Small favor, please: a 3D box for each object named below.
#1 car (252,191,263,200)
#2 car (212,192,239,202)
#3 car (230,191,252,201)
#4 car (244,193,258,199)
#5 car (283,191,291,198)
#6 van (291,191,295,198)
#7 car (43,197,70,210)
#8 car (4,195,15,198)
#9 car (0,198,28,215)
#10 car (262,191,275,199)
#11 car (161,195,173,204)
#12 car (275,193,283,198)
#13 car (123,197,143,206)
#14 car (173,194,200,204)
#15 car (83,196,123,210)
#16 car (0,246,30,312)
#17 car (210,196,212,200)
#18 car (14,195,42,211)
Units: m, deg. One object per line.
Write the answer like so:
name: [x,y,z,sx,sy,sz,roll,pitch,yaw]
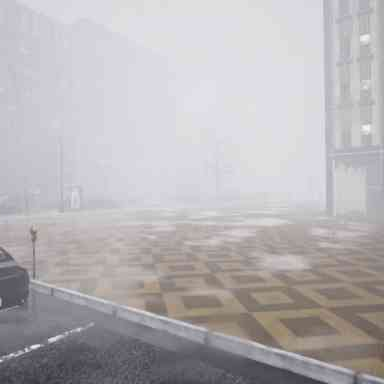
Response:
car: [12.472,1.046,68.599,1.802,1.307,4.206,-1,0,36]
car: [5.990,1.093,59.644,2.008,1.369,4.403,-1,0,36]
car: [9.231,1.048,64.121,1.887,1.381,4.507,-1,0,36]
car: [15.406,1.040,86.947,1.947,1.339,4.313,-1,0,36]
car: [22.194,0.932,82.033,1.802,1.307,4.206,-1,0,36]
van: [25.432,0.654,86.511,1.690,1.788,3.998,-1,0,36]
car: [-15.090,1.360,40.395,1.812,1.442,4.674,-1,0,36]
car: [-20.654,1.385,32.699,1.882,1.535,5.008,-1,0,37]
car: [-16.694,1.413,28.298,1.802,1.307,4.206,-1,0,36]
car: [15.710,0.740,73.077,2.192,1.841,5.009,-1,0,36]
car: [-3.212,1.175,56.718,2.128,1.511,4.902,-1,0,37]
car: [18.953,0.938,77.555,2.008,1.369,4.403,-1,0,36]
car: [-9.383,1.362,48.278,1.895,1.301,4.718,-1,0,36]
car: [-0.492,1.062,50.688,1.967,1.590,4.097,-1,0,36]
car: [-10.214,1.186,37.254,1.967,1.590,4.097,-1,0,36]
car: [-4.926,1.553,6.558,4.403,1.369,2.008,0,-1,35]
car: [5.683,1.029,73.513,1.967,1.590,4.097,-1,0,36]
car: [-20.243,1.228,37.690,2.192,1.841,5.009,-1,0,36]
